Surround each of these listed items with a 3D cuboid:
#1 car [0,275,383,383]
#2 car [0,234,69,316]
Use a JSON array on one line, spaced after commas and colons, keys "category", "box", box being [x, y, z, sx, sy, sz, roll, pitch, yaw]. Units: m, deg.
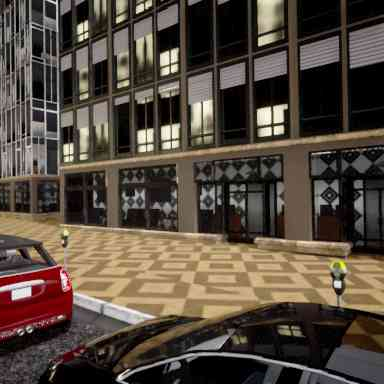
[{"category": "car", "box": [0.652, 1.566, 2.447, 4.313, 1.339, 1.947, 0, -1, 36]}, {"category": "car", "box": [-3.924, 1.441, 5.826, 4.097, 1.590, 1.967, 0, -1, 37]}]
